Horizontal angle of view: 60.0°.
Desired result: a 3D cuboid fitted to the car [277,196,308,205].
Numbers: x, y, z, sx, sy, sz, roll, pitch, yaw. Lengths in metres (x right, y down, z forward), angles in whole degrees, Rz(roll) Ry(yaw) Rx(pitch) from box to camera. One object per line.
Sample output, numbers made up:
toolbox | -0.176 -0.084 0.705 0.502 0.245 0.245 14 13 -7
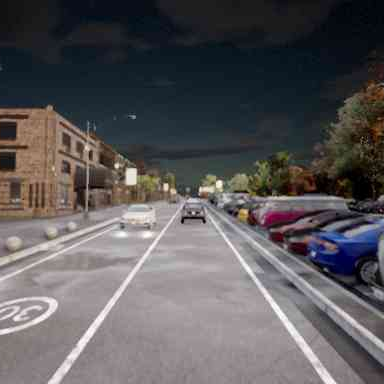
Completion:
car | 18.686 1.534 61.966 5.008 1.535 2.097 0 0 0

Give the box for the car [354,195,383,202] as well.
car | 18.671 1.197 31.334 5.566 2.045 2.435 0 0 0

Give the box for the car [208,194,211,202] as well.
car | 5.627 1.243 53.571 5.566 2.045 2.435 0 0 0

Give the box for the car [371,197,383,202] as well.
car | 18.698 1.447 28.548 5.008 1.535 2.097 0 0 0

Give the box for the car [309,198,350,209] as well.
car | 18.680 1.514 45.259 4.674 1.452 2.002 0 0 0

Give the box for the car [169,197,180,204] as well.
car | -3.275 1.624 62.413 1.994 1.385 4.181 0 0 1

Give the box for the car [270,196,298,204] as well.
car | 18.679 1.579 67.535 5.008 1.535 2.097 0 -1 0

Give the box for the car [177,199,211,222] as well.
car | 0.102 1.525 25.776 2.033 1.411 5.357 0 0 0

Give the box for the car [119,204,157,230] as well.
car | -3.347 1.505 21.320 1.812 1.442 4.674 0 0 0

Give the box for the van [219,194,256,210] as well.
van | 5.722 1.242 42.359 4.442 1.987 1.878 0 0 0

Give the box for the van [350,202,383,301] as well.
van | 5.536 1.242 5.919 4.442 1.987 1.878 0 0 0

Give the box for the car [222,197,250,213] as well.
car | 5.591 1.477 31.146 4.792 1.488 2.163 0 0 0

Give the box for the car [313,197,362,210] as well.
car | 18.500 1.466 42.474 5.366 1.575 1.946 0 0 0

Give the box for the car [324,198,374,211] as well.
car | 18.683 1.463 39.687 5.008 1.535 2.097 0 0 0

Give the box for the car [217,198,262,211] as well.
car | 5.604 1.462 39.555 5.008 1.535 2.097 0 0 0

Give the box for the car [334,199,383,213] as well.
car | 18.663 1.487 36.902 4.792 1.488 2.163 0 0 0

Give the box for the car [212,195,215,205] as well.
car | 5.597 1.475 45.161 4.892 1.521 2.231 0 0 0

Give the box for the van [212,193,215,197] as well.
van | 5.485 1.253 47.966 4.442 1.987 1.878 0 0 0

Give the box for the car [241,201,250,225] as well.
car | 5.663 1.481 19.935 4.792 1.488 2.163 0 0 0

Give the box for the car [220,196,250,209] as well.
car | 5.612 1.452 33.944 4.892 1.521 2.231 0 0 0

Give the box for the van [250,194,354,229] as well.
van | 5.521 1.229 17.132 4.442 1.987 1.878 0 0 0

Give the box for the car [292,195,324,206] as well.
car | 18.647 1.368 53.612 4.553 1.767 2.185 0 0 0

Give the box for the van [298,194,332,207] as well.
van | 18.795 1.259 50.832 4.442 1.987 1.878 0 0 0

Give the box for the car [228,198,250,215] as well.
car | 5.622 1.445 25.539 5.008 1.535 2.097 0 0 0

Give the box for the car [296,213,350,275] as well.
car | 5.643 1.465 8.722 5.008 1.535 2.097 0 0 0

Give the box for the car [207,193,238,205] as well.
car | 5.630 1.284 61.981 5.566 2.045 2.435 0 0 0

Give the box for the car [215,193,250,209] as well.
car | 5.641 1.205 36.752 5.566 2.045 2.435 0 0 0

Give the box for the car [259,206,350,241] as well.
car | 5.612 1.487 14.329 4.792 1.488 2.163 0 0 0

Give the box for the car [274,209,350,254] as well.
car | 5.616 1.491 11.525 4.792 1.488 2.163 0 0 0

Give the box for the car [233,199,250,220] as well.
car | 5.816 1.445 22.739 5.366 1.575 1.946 0 0 0
